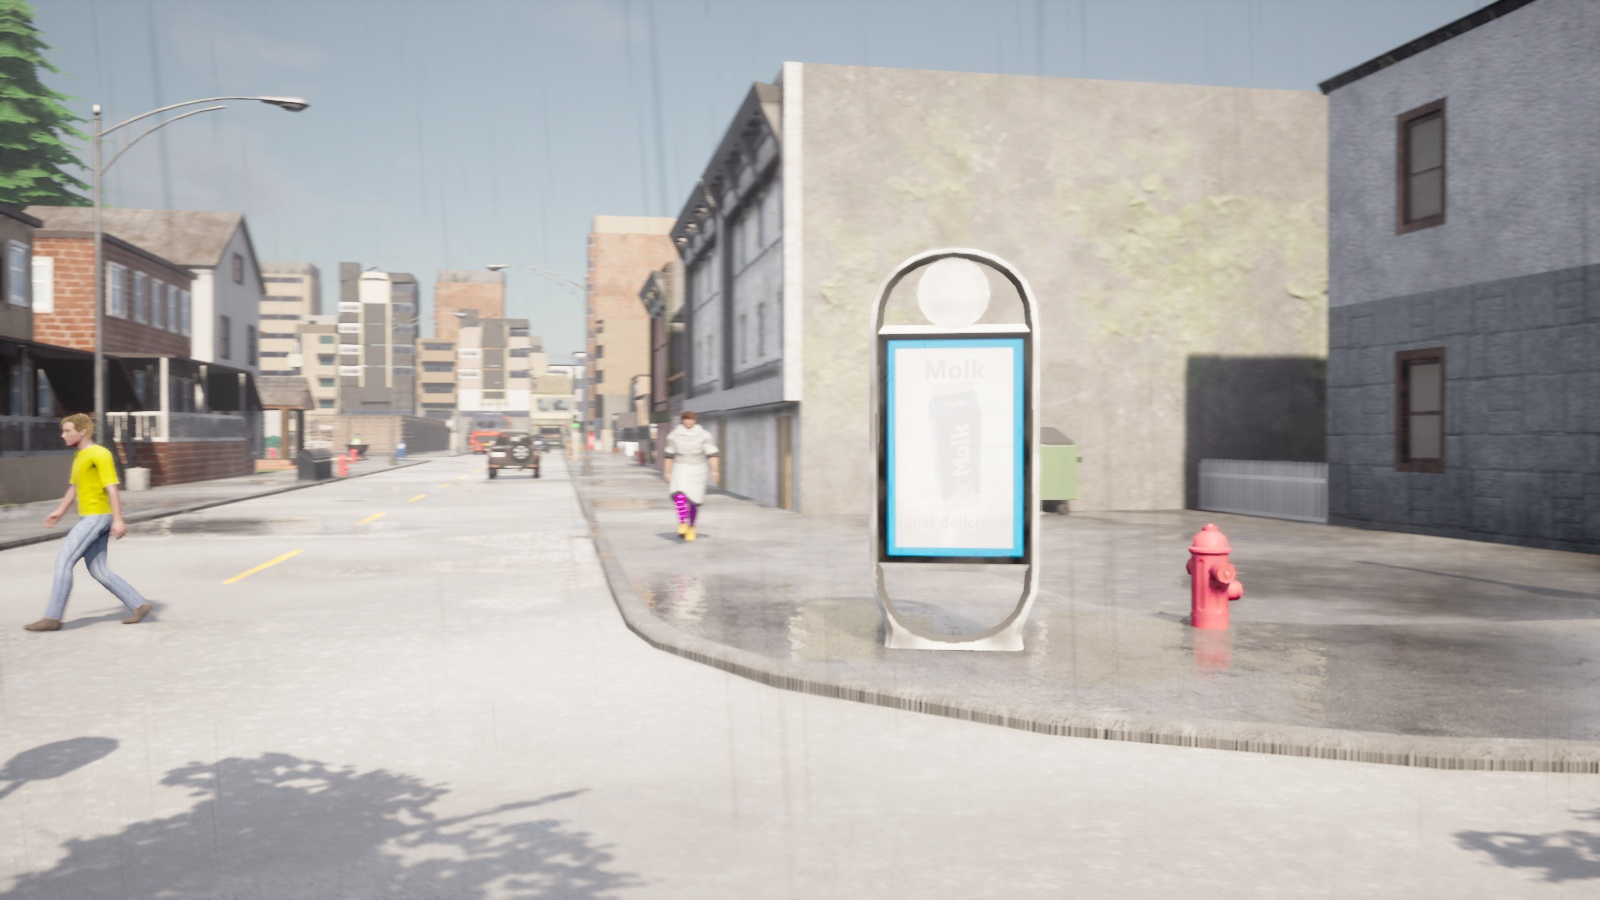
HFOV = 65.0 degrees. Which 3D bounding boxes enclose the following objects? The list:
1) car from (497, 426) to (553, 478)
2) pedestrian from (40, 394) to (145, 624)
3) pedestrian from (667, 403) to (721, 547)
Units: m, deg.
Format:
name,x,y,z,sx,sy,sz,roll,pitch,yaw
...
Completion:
name,x,y,z,sx,sy,sz,roll,pitch,yaw
car,-10.407,0.052,47.713,1.932,1.855,4.605,0,1,-11
pedestrian,-5.823,0.468,10.345,0.706,1.836,0.354,0,1,-38
pedestrian,-1.460,0.336,17.418,0.659,1.952,0.873,0,1,0
